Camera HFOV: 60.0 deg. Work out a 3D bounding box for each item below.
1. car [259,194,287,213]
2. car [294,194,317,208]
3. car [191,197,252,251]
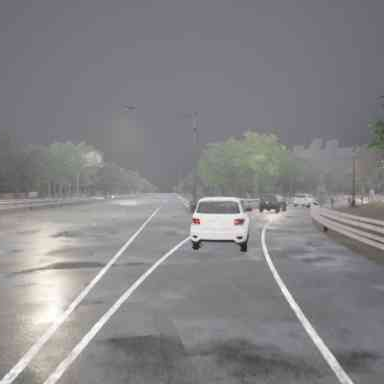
[{"bbox_3d":[9.232,1.268,37.794,2.150,2.045,5.566,0,0,27],"label":"car"},{"bbox_3d":[17.460,1.308,50.898,2.150,2.045,5.566,0,0,38],"label":"car"},{"bbox_3d":[1.392,1.232,14.512,2.150,2.045,5.566,0,0,11],"label":"car"}]
